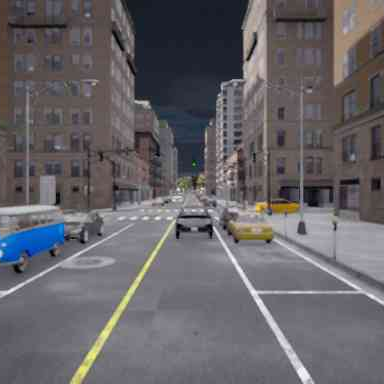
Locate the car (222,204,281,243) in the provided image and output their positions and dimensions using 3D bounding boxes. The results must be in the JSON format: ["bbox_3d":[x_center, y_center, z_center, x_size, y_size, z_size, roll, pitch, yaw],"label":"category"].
[{"bbox_3d":[2.646,1.532,15.923,1.752,1.417,4.829,0,0,0],"label":"car"}]

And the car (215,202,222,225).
[{"bbox_3d":[2.642,1.560,21.159,2.008,1.369,4.403,0,0,0],"label":"car"}]

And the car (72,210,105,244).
[{"bbox_3d":[-5.388,1.558,15.753,2.008,1.369,4.403,0,0,0],"label":"car"}]

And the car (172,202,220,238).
[{"bbox_3d":[0.103,1.499,17.674,2.128,1.511,4.902,0,0,0],"label":"car"}]

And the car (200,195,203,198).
[{"bbox_3d":[2.645,1.605,53.717,1.802,1.307,4.206,0,0,0],"label":"car"}]

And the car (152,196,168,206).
[{"bbox_3d":[-5.381,1.548,53.546,1.752,1.417,4.829,0,0,0],"label":"car"}]

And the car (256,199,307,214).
[{"bbox_3d":[8.672,1.435,32.471,5.008,1.535,1.882,0,-1,-6],"label":"car"}]

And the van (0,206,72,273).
[{"bbox_3d":[-5.390,1.346,10.347,1.690,1.788,3.998,0,0,0],"label":"van"}]

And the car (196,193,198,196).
[{"bbox_3d":[2.649,1.344,82.126,2.192,1.841,5.009,0,0,0],"label":"car"}]

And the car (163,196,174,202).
[{"bbox_3d":[-5.377,1.579,76.441,2.008,1.369,4.403,0,0,0],"label":"car"}]

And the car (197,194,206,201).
[{"bbox_3d":[2.647,1.468,70.762,1.967,1.590,4.097,0,0,0],"label":"car"}]

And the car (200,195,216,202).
[{"bbox_3d":[2.644,1.572,48.035,2.008,1.369,4.403,0,0,0],"label":"car"}]

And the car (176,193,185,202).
[{"bbox_3d":[-2.739,1.241,81.211,2.150,2.045,5.566,0,0,0],"label":"car"}]

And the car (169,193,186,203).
[{"bbox_3d":[-2.748,1.246,65.243,2.150,2.045,5.566,0,0,0],"label":"car"}]

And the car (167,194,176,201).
[{"bbox_3d":[-5.375,1.471,87.804,1.967,1.590,4.097,0,0,0],"label":"car"}]
